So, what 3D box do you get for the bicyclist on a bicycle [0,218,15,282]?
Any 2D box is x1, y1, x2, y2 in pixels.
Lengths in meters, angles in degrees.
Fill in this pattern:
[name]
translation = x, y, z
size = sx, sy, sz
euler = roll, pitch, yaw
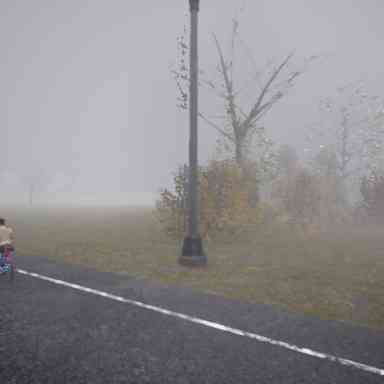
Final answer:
[bicyclist on a bicycle]
translation = -5.059, 1.493, 8.777
size = 1.509, 1.612, 0.866
euler = 0, -1, 37
